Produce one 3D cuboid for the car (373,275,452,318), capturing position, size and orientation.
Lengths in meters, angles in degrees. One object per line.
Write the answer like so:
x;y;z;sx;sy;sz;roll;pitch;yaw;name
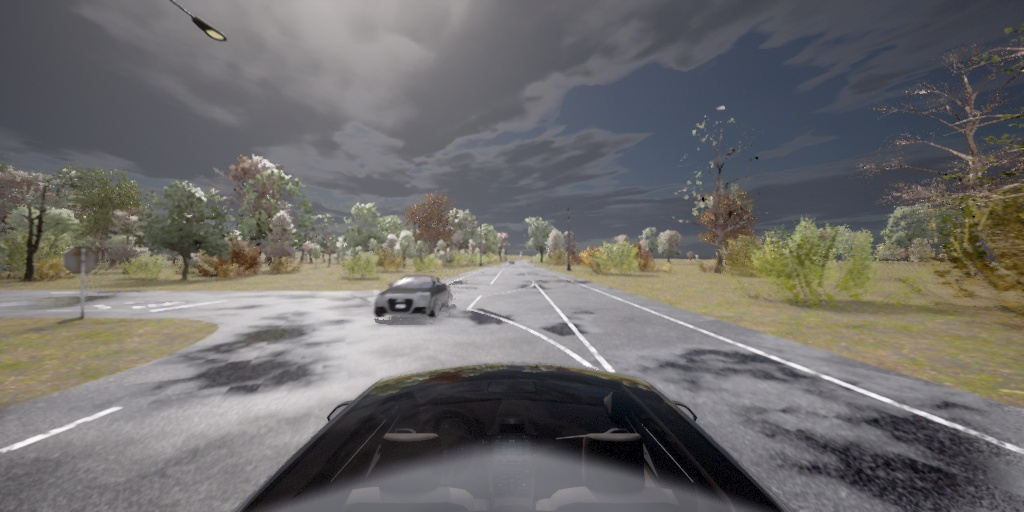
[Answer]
-3.474;1.395;13.173;1.994;1.385;4.181;0;-1;0;car
